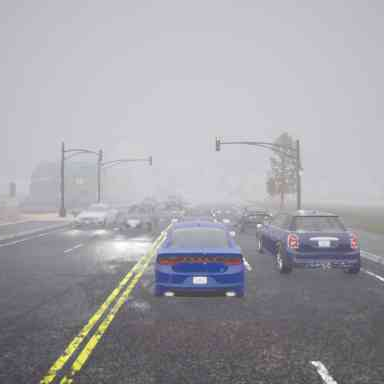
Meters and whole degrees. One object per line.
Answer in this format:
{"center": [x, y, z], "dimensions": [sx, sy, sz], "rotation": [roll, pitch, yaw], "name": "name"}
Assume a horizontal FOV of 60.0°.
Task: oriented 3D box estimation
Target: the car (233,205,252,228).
{"center": [3.612, 1.520, 19.873], "dimensions": [1.837, 1.490, 4.892], "rotation": [0, 0, 1], "name": "car"}

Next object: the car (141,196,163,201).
{"center": [-5.502, 1.417, 43.229], "dimensions": [2.097, 1.767, 4.553], "rotation": [0, 0, 3], "name": "car"}

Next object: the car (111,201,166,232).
{"center": [-3.082, 1.510, 20.206], "dimensions": [2.128, 1.511, 4.902], "rotation": [0, 0, 1], "name": "car"}

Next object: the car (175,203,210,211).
{"center": [0.322, 1.563, 18.441], "dimensions": [2.033, 1.411, 5.357], "rotation": [0, 0, 1], "name": "car"}

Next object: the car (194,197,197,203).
{"center": [-0.045, 1.749, 75.376], "dimensions": [1.895, 1.301, 4.718], "rotation": [0, 0, 5], "name": "car"}

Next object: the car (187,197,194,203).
{"center": [-1.235, 1.705, 60.407], "dimensions": [1.895, 1.301, 4.718], "rotation": [0, 0, 4], "name": "car"}

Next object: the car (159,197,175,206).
{"center": [-4.504, 1.655, 60.244], "dimensions": [2.033, 1.411, 5.357], "rotation": [0, 0, 4], "name": "car"}

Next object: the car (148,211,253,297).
{"center": [0.167, 1.483, 8.628], "dimensions": [1.882, 1.535, 5.008], "rotation": [0, 0, 0], "name": "car"}

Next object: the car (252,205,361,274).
{"center": [3.448, 1.358, 10.722], "dimensions": [2.097, 1.767, 4.553], "rotation": [0, 0, 1], "name": "car"}

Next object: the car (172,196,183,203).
{"center": [-3.290, 1.660, 75.580], "dimensions": [1.837, 1.490, 4.892], "rotation": [0, 0, 5], "name": "car"}

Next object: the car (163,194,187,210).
{"center": [-2.229, 1.284, 43.782], "dimensions": [2.150, 2.045, 5.566], "rotation": [0, 0, 3], "name": "car"}

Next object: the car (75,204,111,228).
{"center": [-6.279, 1.549, 22.493], "dimensions": [1.812, 1.442, 4.674], "rotation": [0, 0, 2], "name": "car"}
